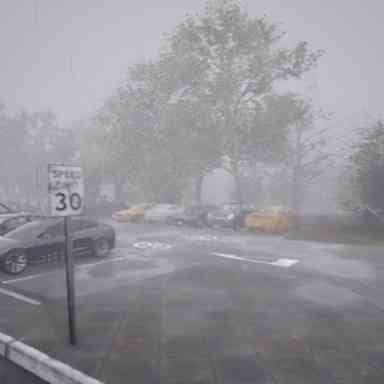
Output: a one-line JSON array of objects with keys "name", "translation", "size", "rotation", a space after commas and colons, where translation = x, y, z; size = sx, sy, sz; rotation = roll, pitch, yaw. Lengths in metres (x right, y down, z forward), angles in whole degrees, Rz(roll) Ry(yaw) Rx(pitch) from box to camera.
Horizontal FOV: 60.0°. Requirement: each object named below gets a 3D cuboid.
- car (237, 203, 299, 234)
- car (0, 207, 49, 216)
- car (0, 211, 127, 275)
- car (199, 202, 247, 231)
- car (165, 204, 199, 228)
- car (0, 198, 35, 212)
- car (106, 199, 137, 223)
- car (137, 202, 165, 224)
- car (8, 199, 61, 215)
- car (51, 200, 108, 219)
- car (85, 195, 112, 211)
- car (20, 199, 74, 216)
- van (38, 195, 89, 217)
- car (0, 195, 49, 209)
[{"name": "car", "translation": [5.012, 1.610, 20.383], "size": [2.097, 1.535, 5.008], "rotation": [0, 0, 36]}, {"name": "car", "translation": [-7.057, 1.601, 12.997], "size": [2.097, 1.535, 5.008], "rotation": [0, 0, 36]}, {"name": "car", "translation": [-4.831, 1.640, 11.337], "size": [2.163, 1.488, 4.792], "rotation": [0, 0, 36]}, {"name": "car", "translation": [2.792, 1.476, 22.041], "size": [2.185, 1.767, 4.553], "rotation": [0, 0, 36]}, {"name": "car", "translation": [0.615, 1.623, 23.547], "size": [2.163, 1.488, 4.792], "rotation": [0, 0, 36]}, {"name": "car", "translation": [-21.769, 1.569, 39.850], "size": [2.097, 1.535, 5.008], "rotation": [0, 0, 36]}, {"name": "car", "translation": [-3.959, 1.574, 26.677], "size": [1.946, 1.575, 5.366], "rotation": [0, 0, 36]}, {"name": "car", "translation": [-1.610, 1.625, 25.197], "size": [2.002, 1.452, 4.674], "rotation": [0, 0, 36]}, {"name": "car", "translation": [-17.274, 1.576, 36.614], "size": [2.163, 1.488, 4.792], "rotation": [0, 0, 36]}, {"name": "car", "translation": [-10.589, 1.581, 31.687], "size": [2.163, 1.488, 4.792], "rotation": [0, 0, 36]}, {"name": "car", "translation": [-8.314, 1.309, 30.105], "size": [2.435, 2.045, 5.566], "rotation": [0, 0, 36]}, {"name": "car", "translation": [-15.139, 1.572, 35.063], "size": [2.163, 1.488, 4.792], "rotation": [0, 0, 36]}, {"name": "van", "translation": [-12.845, 1.319, 33.505], "size": [1.878, 1.987, 4.442], "rotation": [0, 0, 36]}, {"name": "car", "translation": [-9.289, 1.342, 14.646], "size": [2.435, 2.045, 5.566], "rotation": [0, 0, 36]}]
